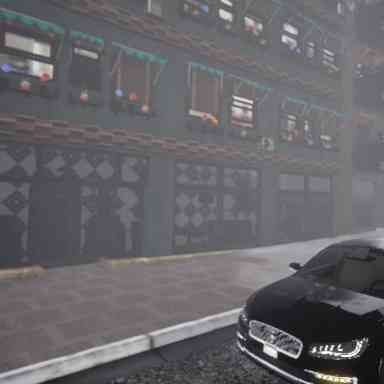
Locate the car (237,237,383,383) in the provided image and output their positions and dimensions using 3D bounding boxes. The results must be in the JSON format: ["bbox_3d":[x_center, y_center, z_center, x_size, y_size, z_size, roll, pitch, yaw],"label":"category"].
[{"bbox_3d":[2.847,1.528,5.105,4.892,1.490,1.837,0,0,-36],"label":"car"}]
